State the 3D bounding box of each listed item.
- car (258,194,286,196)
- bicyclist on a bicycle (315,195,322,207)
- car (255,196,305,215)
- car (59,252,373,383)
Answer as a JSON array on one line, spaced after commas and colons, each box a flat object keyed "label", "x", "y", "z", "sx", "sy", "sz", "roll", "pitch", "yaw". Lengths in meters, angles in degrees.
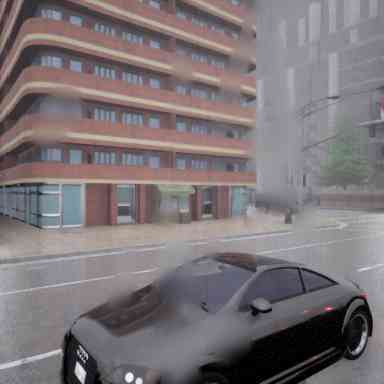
[{"label": "car", "x": 9.692, "y": 1.222, "z": 37.735, "sx": 2.150, "sy": 2.045, "sz": 5.566, "roll": 0, "pitch": 0, "yaw": -36}, {"label": "bicyclist on a bicycle", "x": 17.805, "y": 1.301, "z": 46.934, "sx": 1.656, "sy": 1.620, "sz": 0.582, "roll": 0, "pitch": 0, "yaw": -36}, {"label": "car", "x": 8.866, "y": 1.491, "z": 32.937, "sx": 2.128, "sy": 1.511, "sz": 4.902, "roll": 0, "pitch": 0, "yaw": -36}, {"label": "car", "x": 0.533, "y": 1.564, "z": 4.378, "sx": 4.181, "sy": 1.385, "sz": 1.994, "roll": 0, "pitch": 0, "yaw": -36}]
